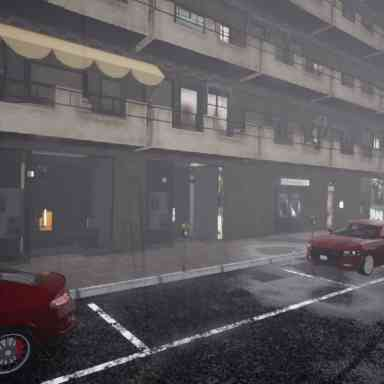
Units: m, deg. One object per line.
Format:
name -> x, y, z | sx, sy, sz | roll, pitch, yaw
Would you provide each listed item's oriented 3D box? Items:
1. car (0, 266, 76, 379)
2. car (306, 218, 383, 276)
car -> -3.607, 1.582, 3.973 | 4.206, 1.307, 1.802 | 0, 1, -35
car -> 5.436, 1.548, 10.401 | 4.507, 1.381, 1.887 | 0, 1, -35
